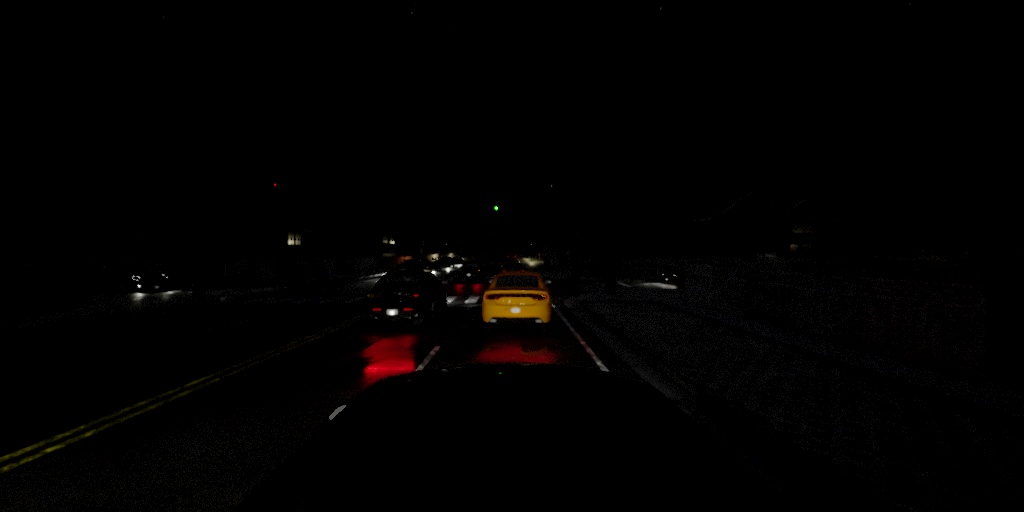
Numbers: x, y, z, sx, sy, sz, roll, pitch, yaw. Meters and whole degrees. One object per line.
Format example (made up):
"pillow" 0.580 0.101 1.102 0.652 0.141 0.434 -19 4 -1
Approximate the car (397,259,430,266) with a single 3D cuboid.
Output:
"car" -9.847 1.093 34.592 2.128 1.511 4.902 0 0 0

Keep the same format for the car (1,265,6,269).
"car" -32.262 1.152 21.098 5.566 2.045 2.150 0 0 4

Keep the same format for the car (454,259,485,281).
"car" -3.164 1.174 28.597 1.812 1.442 4.674 0 1 0

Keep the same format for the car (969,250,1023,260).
"car" 33.506 0.634 24.443 5.566 2.045 2.150 0 0 -1

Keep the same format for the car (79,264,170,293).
"car" -22.562 1.219 20.624 4.553 1.767 2.097 0 0 2

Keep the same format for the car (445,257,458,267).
"car" -9.812 0.894 53.383 1.882 1.535 5.008 0 1 0

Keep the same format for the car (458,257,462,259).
"car" -9.754 0.793 63.187 1.994 1.385 4.181 0 1 0

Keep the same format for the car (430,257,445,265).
"car" -9.848 1.103 43.776 1.994 1.385 4.181 0 1 0

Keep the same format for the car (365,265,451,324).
"car" -3.314 1.231 11.914 1.837 1.490 4.892 0 0 -3

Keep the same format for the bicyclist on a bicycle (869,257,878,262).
"bicyclist on a bicycle" 18.451 0.875 18.181 0.582 1.620 1.656 0 0 -2

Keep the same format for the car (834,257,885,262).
"car" 22.824 0.853 24.160 4.553 1.767 2.097 0 0 -2

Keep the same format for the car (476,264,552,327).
"car" 0.250 1.206 11.501 1.882 1.535 5.008 0 0 4

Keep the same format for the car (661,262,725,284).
"car" 12.848 1.128 23.916 5.357 1.411 2.033 0 0 -6

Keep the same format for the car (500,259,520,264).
"car" 0.090 1.201 28.245 1.994 1.385 4.181 0 0 0
